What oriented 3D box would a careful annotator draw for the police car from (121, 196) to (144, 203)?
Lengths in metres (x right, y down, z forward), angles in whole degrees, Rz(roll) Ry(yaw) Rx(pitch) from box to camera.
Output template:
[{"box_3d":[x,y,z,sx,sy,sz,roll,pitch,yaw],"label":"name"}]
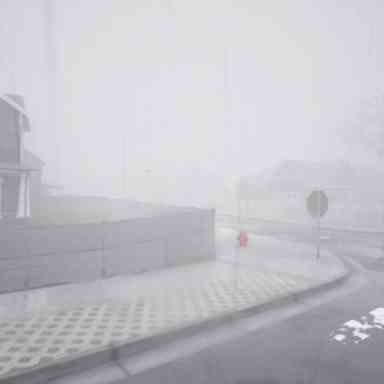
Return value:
[{"box_3d":[-8.520,1.353,46.284,1.930,1.638,5.238,2,-1,-42],"label":"police car"}]
